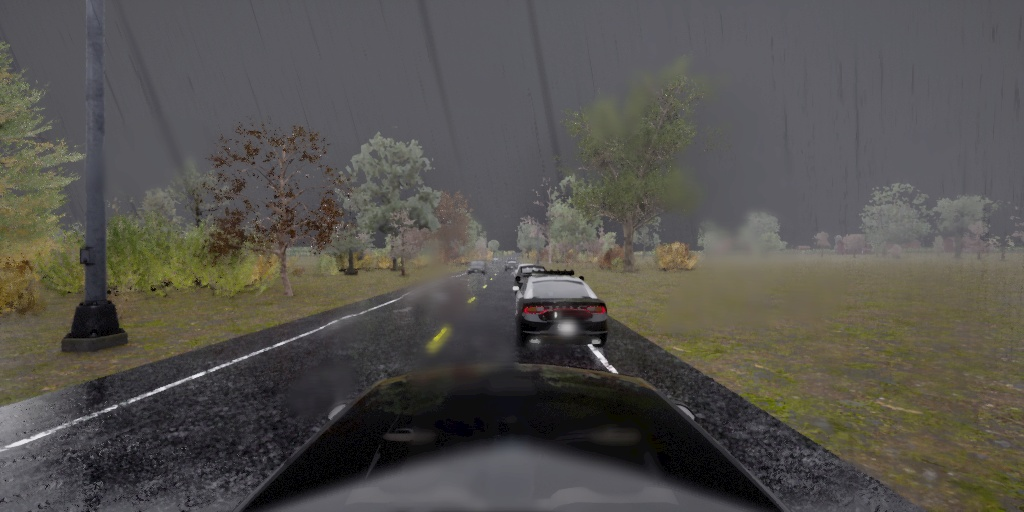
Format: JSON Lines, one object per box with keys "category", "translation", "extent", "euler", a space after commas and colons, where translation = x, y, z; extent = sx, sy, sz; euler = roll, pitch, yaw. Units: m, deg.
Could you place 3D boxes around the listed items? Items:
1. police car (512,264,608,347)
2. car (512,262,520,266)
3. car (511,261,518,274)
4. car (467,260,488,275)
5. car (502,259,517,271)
{"category": "police car", "translation": [1.050, 1.173, 9.430], "extent": [1.930, 1.638, 5.238], "euler": [0, 0, 0]}
{"category": "car", "translation": [1.050, 1.248, 19.321], "extent": [1.837, 1.490, 4.892], "euler": [0, 0, 0]}
{"category": "car", "translation": [1.051, 1.265, 25.322], "extent": [1.812, 1.442, 4.674], "euler": [0, 0, 0]}
{"category": "car", "translation": [-3.598, 1.231, 38.016], "extent": [1.837, 1.490, 4.892], "euler": [0, 0, 0]}
{"category": "car", "translation": [0.036, 1.238, 47.434], "extent": [1.812, 1.442, 4.674], "euler": [0, 0, 1]}
